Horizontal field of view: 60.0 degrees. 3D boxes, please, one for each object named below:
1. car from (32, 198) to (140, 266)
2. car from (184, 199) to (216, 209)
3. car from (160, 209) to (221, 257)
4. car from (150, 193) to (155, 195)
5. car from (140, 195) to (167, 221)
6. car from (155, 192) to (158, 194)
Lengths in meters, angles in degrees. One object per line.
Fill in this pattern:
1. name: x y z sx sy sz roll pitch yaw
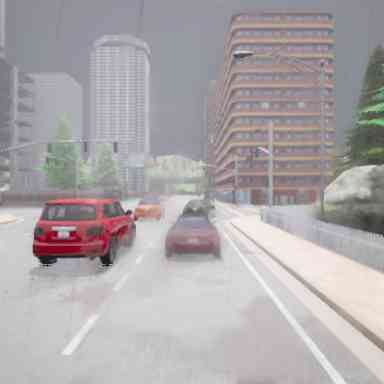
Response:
1. car: -3.466 1.228 11.716 2.150 2.045 5.566 0 0 0
2. car: 0.737 1.359 27.604 2.097 1.767 4.553 0 0 13
3. car: 0.047 1.570 12.960 1.994 1.385 4.181 0 0 0
4. car: -10.498 1.390 77.985 2.097 1.767 4.553 0 0 0
5. car: -3.456 1.354 27.712 2.097 1.767 4.553 0 0 1
6. car: -10.498 1.251 93.736 2.150 2.045 5.566 0 0 0
